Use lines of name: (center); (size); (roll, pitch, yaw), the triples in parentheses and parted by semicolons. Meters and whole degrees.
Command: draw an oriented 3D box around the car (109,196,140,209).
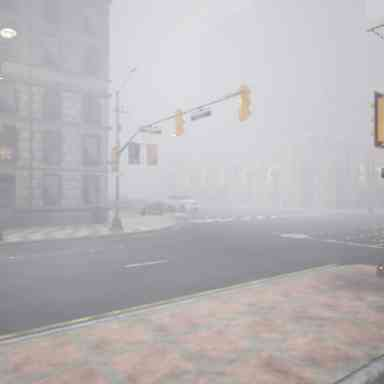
car: (-9.476, 1.431, 45.947); (2.097, 1.767, 4.553); (0, 0, -35)

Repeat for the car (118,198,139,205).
car: (-11.813, 1.710, 61.553); (1.895, 1.301, 4.718); (0, 0, -35)

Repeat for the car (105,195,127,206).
car: (-13.066, 1.446, 57.155); (2.097, 1.767, 4.553); (0, 0, -35)

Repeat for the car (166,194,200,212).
car: (-1.326, 1.315, 40.564); (2.150, 2.045, 5.566); (0, 0, -37)

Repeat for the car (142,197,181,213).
car: (-3.496, 1.643, 37.596); (1.994, 1.385, 4.181); (0, 0, -36)

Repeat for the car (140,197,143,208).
car: (-7.171, 1.585, 48.752); (2.128, 1.511, 4.902); (0, 0, -35)

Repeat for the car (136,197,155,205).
car: (-8.938, 1.649, 63.548); (1.812, 1.442, 4.674); (0, 0, -35)
